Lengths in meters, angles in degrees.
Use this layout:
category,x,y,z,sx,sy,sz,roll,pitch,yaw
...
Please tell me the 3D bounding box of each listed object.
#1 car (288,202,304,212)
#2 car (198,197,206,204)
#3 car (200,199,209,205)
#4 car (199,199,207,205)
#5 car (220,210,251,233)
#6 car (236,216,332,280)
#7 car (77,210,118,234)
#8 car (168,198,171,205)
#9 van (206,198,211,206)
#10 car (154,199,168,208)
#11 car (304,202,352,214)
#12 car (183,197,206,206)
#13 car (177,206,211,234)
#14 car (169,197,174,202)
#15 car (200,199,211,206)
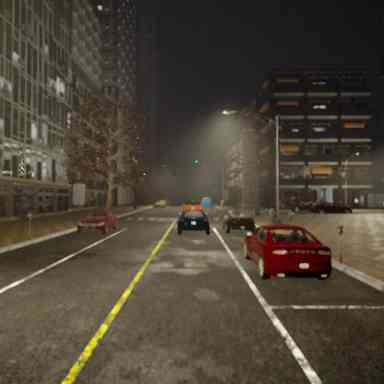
category,x,y,z,sx,sy,sz,roll,pitch,yaw
car,15.200,1.986,44.737,4.403,1.369,2.008,0,-1,1
car,2.711,2.216,92.705,2.192,1.841,5.009,1,0,0
car,2.774,2.321,75.735,1.947,1.339,4.313,1,0,0
car,2.731,2.349,81.392,1.887,1.381,4.507,1,0,0
car,2.811,1.777,20.858,2.008,1.369,4.403,1,-1,0
car,2.699,1.659,10.234,1.887,1.381,4.507,1,-1,0
car,-5.792,1.809,20.859,1.802,1.307,4.206,1,-1,0
car,-5.805,2.205,64.451,2.008,1.369,4.403,1,-1,0
van,2.838,1.994,64.422,1.690,1.788,3.998,1,-1,0
car,-5.805,2.131,59.270,1.752,1.417,4.829,1,-1,0
car,15.119,1.799,36.359,4.507,1.381,1.887,0,-1,1
car,0.091,1.682,35.342,2.097,1.767,4.553,0,0,0
car,0.102,1.794,21.225,1.994,1.385,4.181,0,-1,0
car,-5.740,2.280,75.599,1.752,1.417,4.829,1,-1,0
car,2.817,2.256,70.080,2.008,1.369,4.403,1,-1,0
